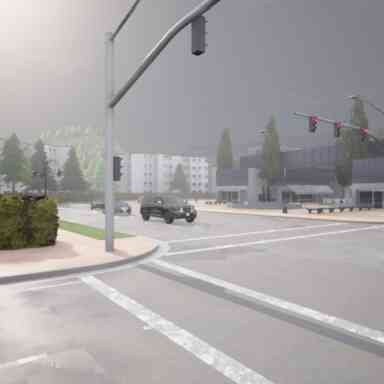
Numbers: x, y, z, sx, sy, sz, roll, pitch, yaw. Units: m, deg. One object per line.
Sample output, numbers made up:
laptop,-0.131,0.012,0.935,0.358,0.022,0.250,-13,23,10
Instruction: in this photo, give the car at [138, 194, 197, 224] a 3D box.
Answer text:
car,-1.950,1.217,25.324,2.150,2.045,5.566,0,0,-37

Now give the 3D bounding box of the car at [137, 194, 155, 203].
car,-9.332,1.341,68.046,2.097,1.767,4.553,0,0,15

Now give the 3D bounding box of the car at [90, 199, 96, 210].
car,-11.909,1.559,42.587,1.994,1.385,4.181,0,0,-17

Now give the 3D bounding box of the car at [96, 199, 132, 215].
car,-7.636,1.487,33.492,2.128,1.511,4.902,0,0,-31

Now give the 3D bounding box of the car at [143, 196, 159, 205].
car,-7.235,1.537,59.050,2.033,1.411,5.357,0,0,3

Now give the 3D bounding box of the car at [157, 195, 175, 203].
car,-5.316,1.465,69.513,1.882,1.535,5.008,0,0,20
